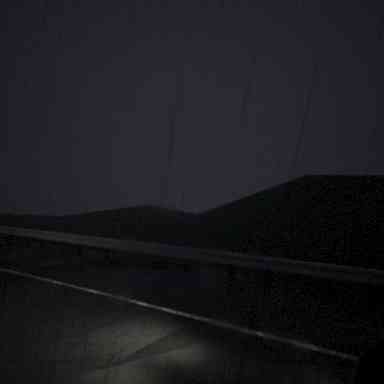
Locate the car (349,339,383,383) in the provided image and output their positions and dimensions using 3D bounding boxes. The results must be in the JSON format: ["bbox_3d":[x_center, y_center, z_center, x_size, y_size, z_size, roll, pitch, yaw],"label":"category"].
[{"bbox_3d":[3.366,1.491,1.473,4.902,1.511,2.128,0,0,36],"label":"car"}]
